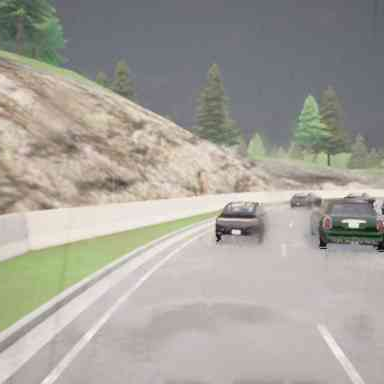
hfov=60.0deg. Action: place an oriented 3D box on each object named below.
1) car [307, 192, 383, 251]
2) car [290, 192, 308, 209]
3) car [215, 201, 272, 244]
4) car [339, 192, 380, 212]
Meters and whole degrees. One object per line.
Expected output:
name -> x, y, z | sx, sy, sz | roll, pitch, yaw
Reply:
car -> 5.814, 1.038, 12.816 | 2.097, 1.767, 4.553 | 1, 2, 16
car -> 10.335, 0.764, 29.728 | 2.128, 1.511, 4.902 | 1, 2, 37
car -> 2.238, 1.143, 14.057 | 2.128, 1.511, 4.902 | 0, 1, 16
car -> 14.858, 0.777, 29.365 | 2.128, 1.511, 4.902 | 1, 2, 40
